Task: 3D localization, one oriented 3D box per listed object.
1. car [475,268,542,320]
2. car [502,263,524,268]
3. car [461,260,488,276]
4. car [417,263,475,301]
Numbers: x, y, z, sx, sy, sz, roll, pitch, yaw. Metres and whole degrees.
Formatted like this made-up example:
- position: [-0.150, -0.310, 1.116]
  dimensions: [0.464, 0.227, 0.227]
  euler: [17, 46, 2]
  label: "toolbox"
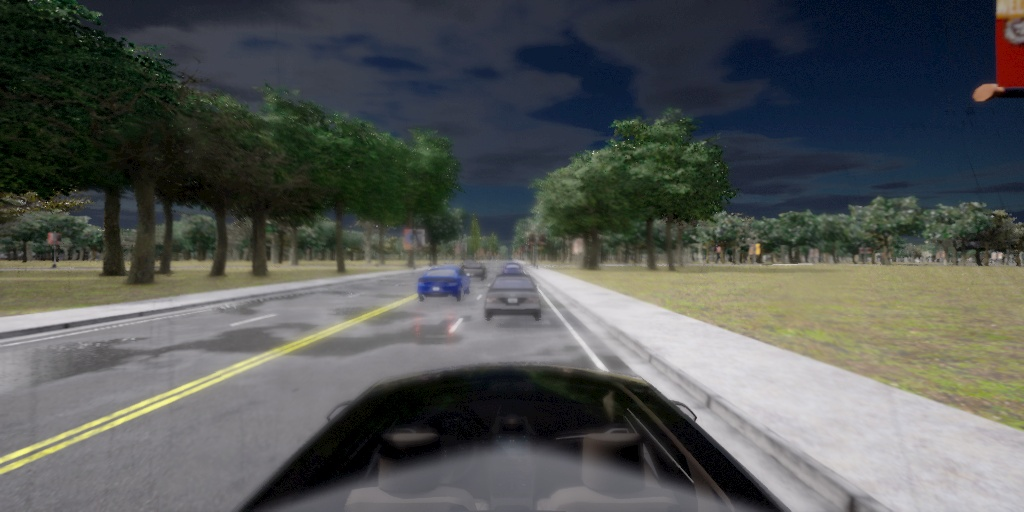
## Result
- position: [0.044, 1.327, 12.799]
  dimensions: [2.033, 1.411, 5.357]
  euler: [0, 0, 1]
  label: "car"
- position: [0.073, 1.370, 32.513]
  dimensions: [1.812, 1.442, 4.674]
  euler: [0, 0, 0]
  label: "car"
- position: [-3.181, 1.333, 31.542]
  dimensions: [2.128, 1.511, 4.902]
  euler: [0, 0, 0]
  label: "car"
- position: [-3.177, 1.271, 17.560]
  dimensions: [1.882, 1.535, 5.008]
  euler: [0, -1, 0]
  label: "car"
